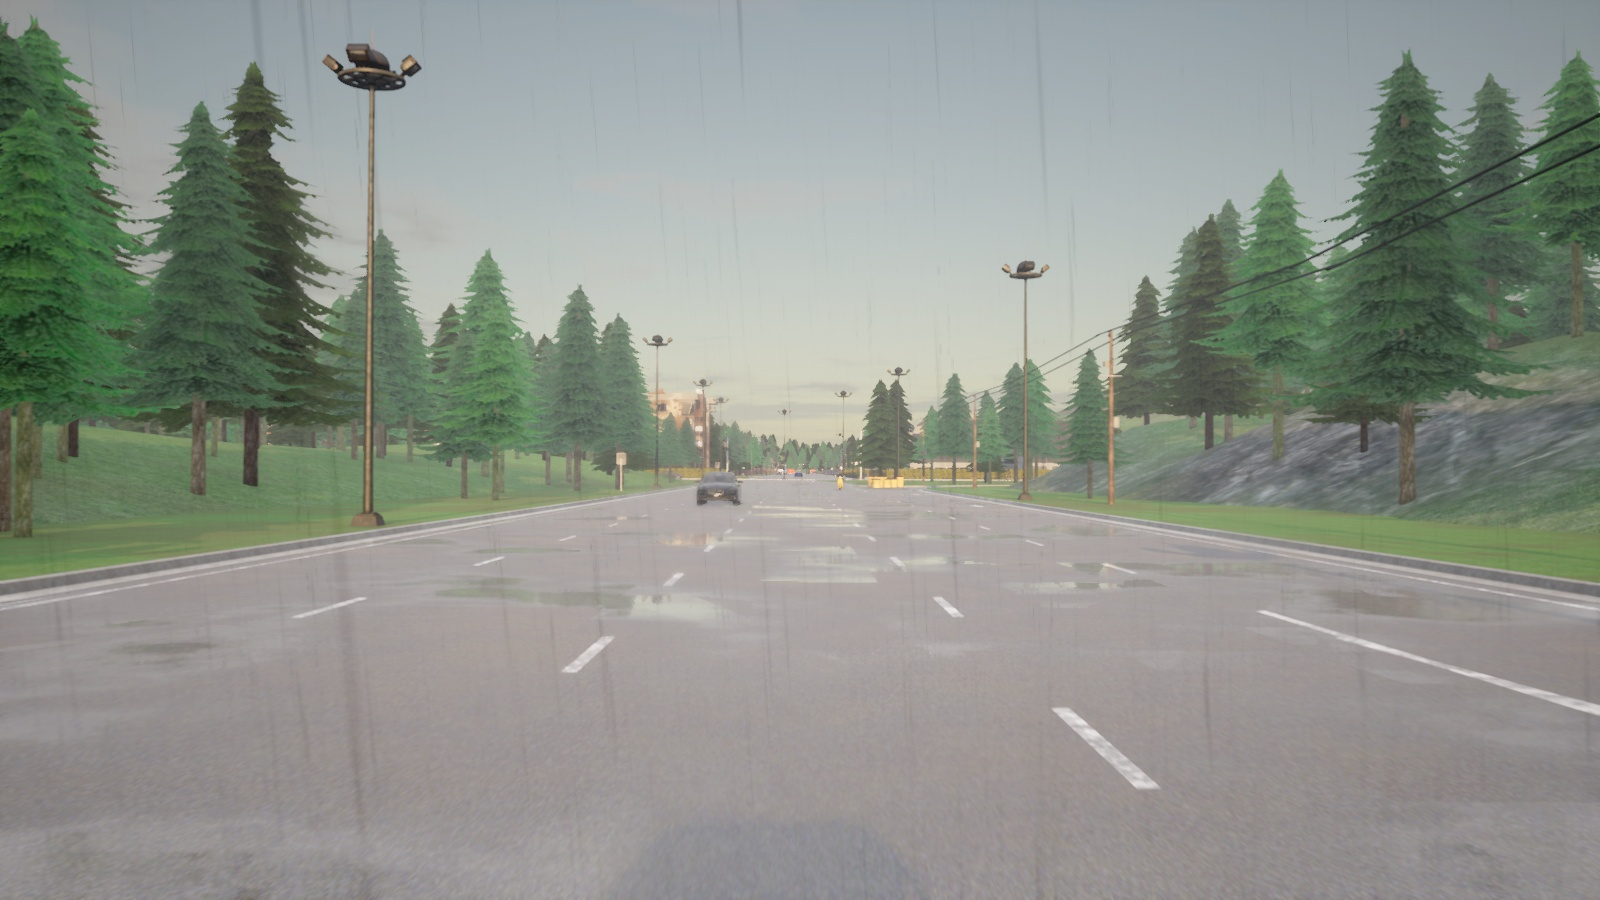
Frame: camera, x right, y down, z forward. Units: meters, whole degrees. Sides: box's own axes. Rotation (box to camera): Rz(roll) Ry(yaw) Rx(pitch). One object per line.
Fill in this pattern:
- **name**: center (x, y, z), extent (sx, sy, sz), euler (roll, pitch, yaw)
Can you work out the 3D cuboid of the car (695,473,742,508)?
- **car**: center (-3.638, 1.786, 56.885), extent (1.837, 1.490, 4.892), euler (0, -1, 0)
